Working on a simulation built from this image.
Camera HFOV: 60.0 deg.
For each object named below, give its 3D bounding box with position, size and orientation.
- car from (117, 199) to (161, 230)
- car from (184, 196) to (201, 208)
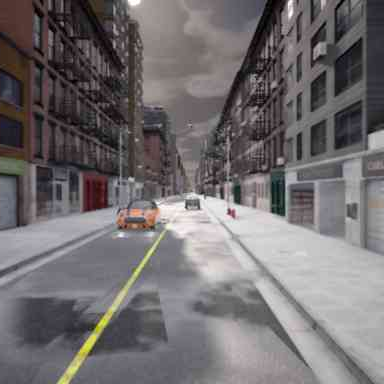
[{"bbox_3d":[-3.078,1.245,20.204,2.097,1.767,4.553,0,0,0],"label":"car"},{"bbox_3d":[0.084,1.282,42.652,2.128,1.511,4.902,0,0,0],"label":"car"}]
